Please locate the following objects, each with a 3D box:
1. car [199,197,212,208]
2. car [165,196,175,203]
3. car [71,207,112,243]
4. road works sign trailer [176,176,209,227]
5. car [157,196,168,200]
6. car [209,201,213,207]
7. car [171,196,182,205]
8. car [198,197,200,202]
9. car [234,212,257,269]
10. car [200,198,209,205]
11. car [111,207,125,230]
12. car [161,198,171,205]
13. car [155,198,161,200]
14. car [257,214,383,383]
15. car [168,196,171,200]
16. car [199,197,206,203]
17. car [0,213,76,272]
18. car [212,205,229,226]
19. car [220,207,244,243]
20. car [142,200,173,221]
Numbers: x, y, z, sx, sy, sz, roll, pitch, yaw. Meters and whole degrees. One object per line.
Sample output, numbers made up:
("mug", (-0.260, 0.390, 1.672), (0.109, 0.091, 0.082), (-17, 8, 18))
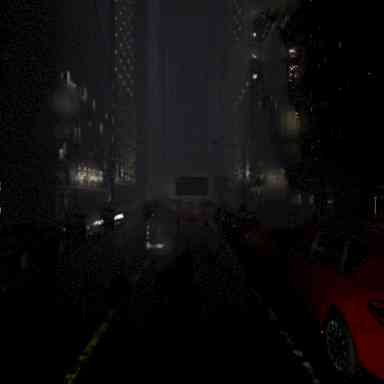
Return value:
("car", (2.693, 1.973, 56.476), (1.947, 1.339, 4.313), (0, 0, 0))
("car", (-5.687, 1.883, 84.866), (2.192, 1.841, 5.009), (1, 0, 0))
("car", (-5.686, 1.685, 16.757), (2.008, 1.369, 4.403), (0, 0, 0))
("road works sign trailer", (-0.002, 0.656, 24.344), (2.380, 3.560, 2.880), (0, 0, 0))
("car", (-5.687, 1.847, 56.488), (1.967, 1.590, 4.097), (0, 0, 0))
("car", (2.694, 1.745, 28.272), (1.752, 1.417, 4.829), (0, 0, 0))
("car", (-3.005, 1.989, 69.852), (2.128, 1.511, 4.902), (0, 0, 0))
("car", (2.692, 2.057, 67.824), (1.802, 1.307, 4.206), (1, 0, 0))
("car", (2.695, 1.617, 11.247), (1.752, 1.417, 4.829), (0, 0, 0))
("car", (2.692, 2.090, 73.499), (1.802, 1.307, 4.206), (1, 0, 0))
("car", (-5.686, 1.728, 22.432), (2.008, 1.369, 4.403), (0, 0, 0))
("car", (-5.689, 2.089, 73.512), (1.802, 1.307, 4.206), (1, 0, 0))
("car", (-5.687, 1.879, 45.135), (1.887, 1.381, 4.507), (0, 0, 0))
("car", (2.697, 1.360, 5.405), (2.192, 1.841, 5.009), (0, 0, 0))
("car", (-5.686, 1.757, 62.164), (2.192, 1.841, 5.009), (0, 0, 0))
("car", (2.692, 2.095, 85.019), (1.752, 1.417, 4.829), (1, 0, 0))
("car", (-5.686, 1.635, 11.082), (1.887, 1.381, 4.507), (0, 0, 0))
("car", (2.694, 1.728, 22.426), (2.008, 1.369, 4.403), (0, 0, 0))
("car", (2.695, 1.679, 16.751), (1.887, 1.381, 4.507), (0, 0, 0))
("car", (-3.099, 1.719, 29.393), (2.128, 1.511, 4.902), (0, 0, 0))
